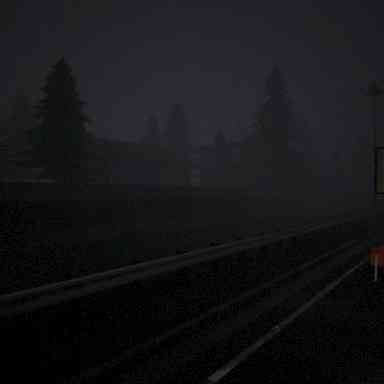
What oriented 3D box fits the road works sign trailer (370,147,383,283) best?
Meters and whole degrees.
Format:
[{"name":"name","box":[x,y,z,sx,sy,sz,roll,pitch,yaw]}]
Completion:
[{"name":"road works sign trailer","box":[6.224,0.463,8.779,2.380,3.560,2.880,0,0,38]}]
